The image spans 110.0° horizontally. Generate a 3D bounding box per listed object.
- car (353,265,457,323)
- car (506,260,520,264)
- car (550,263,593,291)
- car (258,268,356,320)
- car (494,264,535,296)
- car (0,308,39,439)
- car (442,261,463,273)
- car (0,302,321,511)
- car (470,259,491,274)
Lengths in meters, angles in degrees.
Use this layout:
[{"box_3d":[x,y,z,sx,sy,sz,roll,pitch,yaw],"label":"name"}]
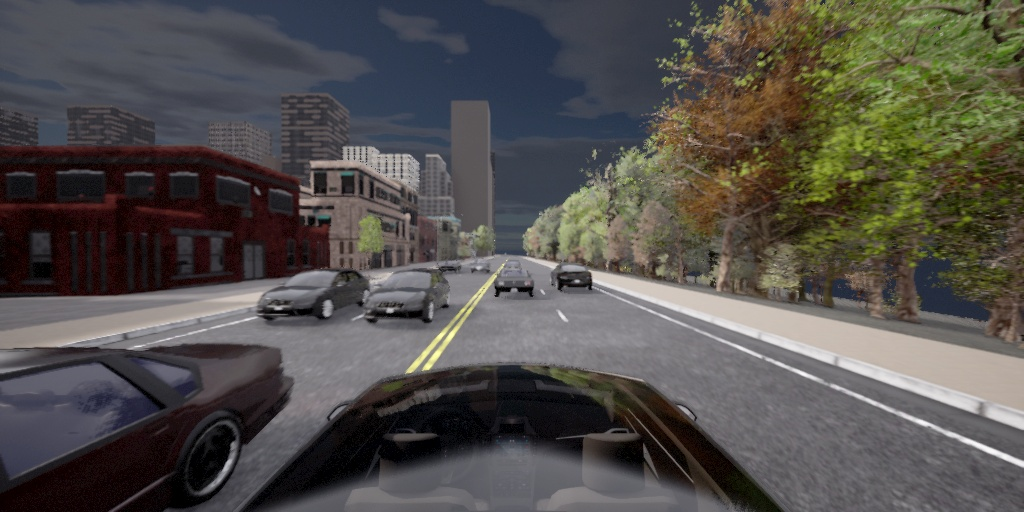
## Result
[{"box_3d":[-3.248,1.201,11.968,1.837,1.490,4.892,0,0,0],"label":"car"},{"box_3d":[0.102,1.108,37.240,2.033,1.411,5.357,0,0,0],"label":"car"},{"box_3d":[3.355,1.126,20.933,1.882,1.535,5.008,0,1,0],"label":"car"},{"box_3d":[-6.499,1.199,12.394,1.837,1.490,4.892,0,0,0],"label":"car"},{"box_3d":[0.104,1.263,18.445,1.895,1.301,4.718,0,0,0],"label":"car"},{"box_3d":[-6.575,1.312,2.135,1.994,1.385,4.181,0,0,0],"label":"car"},{"box_3d":[-6.496,1.155,38.201,1.895,1.301,4.718,0,0,0],"label":"car"},{"box_3d":[-3.326,1.298,1.616,2.033,1.411,5.357,0,0,0],"label":"car"},{"box_3d":[-3.248,1.050,38.013,2.128,1.511,4.902,0,0,0],"label":"car"}]
